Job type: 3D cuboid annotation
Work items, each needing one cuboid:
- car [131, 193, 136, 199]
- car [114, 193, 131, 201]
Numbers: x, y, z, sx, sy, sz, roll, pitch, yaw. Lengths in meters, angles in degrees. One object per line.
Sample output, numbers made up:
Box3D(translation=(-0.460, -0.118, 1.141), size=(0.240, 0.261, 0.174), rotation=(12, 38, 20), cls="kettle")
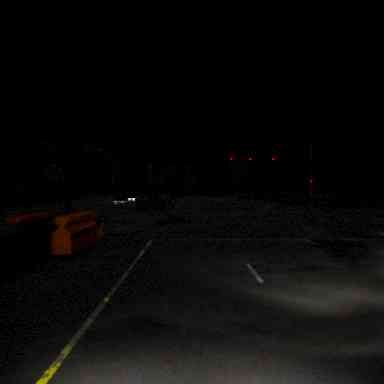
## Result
Box3D(translation=(-14.996, 0.985, 83.055), size=(1.994, 1.385, 4.181), rotation=(0, 0, -7), cls="car")
Box3D(translation=(-14.357, 1.088, 67.605), size=(2.033, 1.411, 5.357), rotation=(0, 0, 0), cls="car")
